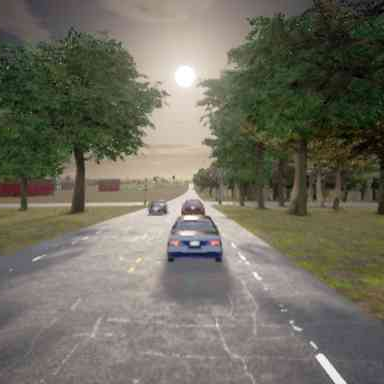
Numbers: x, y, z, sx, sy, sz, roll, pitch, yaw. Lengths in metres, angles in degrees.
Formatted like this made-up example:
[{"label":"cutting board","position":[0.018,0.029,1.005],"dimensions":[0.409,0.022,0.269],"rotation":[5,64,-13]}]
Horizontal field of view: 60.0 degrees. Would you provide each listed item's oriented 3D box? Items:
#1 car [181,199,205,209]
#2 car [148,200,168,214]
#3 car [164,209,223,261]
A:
[{"label":"car","position":[0.093,1.410,30.702],"dimensions":[2.097,1.767,4.553],"rotation":[0,0,0]},{"label":"car","position":[-3.595,1.574,35.801],"dimensions":[2.128,1.511,4.902],"rotation":[0,0,0]},{"label":"car","position":[0.087,1.561,12.269],"dimensions":[2.033,1.411,5.357],"rotation":[0,0,0]}]
